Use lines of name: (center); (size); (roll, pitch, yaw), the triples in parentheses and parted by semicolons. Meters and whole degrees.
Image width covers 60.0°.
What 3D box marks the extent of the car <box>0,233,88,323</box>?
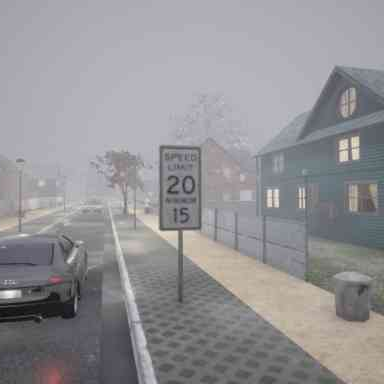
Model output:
car: (-3.357, 1.576, 7.155); (1.994, 1.385, 4.181); (0, 0, -15)

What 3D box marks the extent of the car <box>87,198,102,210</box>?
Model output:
car: (-13.476, 1.615, 46.221); (1.837, 1.490, 4.892); (0, 0, -14)

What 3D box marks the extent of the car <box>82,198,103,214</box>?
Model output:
car: (-10.954, 1.681, 36.675); (1.895, 1.301, 4.718); (0, 0, -14)
